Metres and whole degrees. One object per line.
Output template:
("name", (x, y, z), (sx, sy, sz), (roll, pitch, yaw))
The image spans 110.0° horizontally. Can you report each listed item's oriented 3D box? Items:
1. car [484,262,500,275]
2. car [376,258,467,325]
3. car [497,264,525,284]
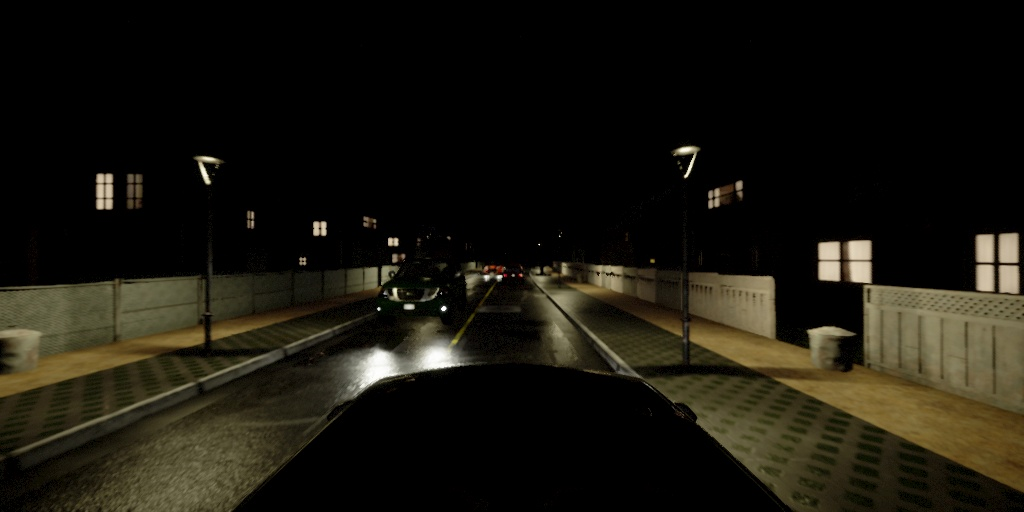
("car", (-2.374, 1.528, 46.686), (2.097, 1.767, 4.553), (0, -1, 3))
("car", (-2.870, 1.077, 12.630), (2.150, 2.045, 5.566), (0, -1, -1))
("car", (0.116, 1.567, 30.040), (2.033, 1.411, 5.357), (0, -1, 1))
